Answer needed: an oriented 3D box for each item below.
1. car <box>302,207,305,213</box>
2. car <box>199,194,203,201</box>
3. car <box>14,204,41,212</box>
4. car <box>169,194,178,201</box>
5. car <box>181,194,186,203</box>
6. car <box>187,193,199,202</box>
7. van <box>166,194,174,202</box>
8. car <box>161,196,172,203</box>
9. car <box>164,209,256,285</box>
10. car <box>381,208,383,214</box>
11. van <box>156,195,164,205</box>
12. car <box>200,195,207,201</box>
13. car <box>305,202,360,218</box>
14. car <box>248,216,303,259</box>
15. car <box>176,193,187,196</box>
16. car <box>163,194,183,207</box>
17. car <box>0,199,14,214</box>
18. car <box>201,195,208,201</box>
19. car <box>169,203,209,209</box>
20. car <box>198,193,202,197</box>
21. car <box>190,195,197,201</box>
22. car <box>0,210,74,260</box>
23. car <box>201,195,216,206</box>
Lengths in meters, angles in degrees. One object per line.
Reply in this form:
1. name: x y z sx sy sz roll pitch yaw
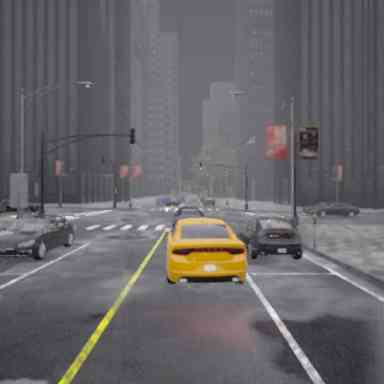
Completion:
1. car: 14.885 1.877 37.742 4.674 1.442 1.812 1 0 2
2. car: 3.013 1.633 65.564 2.008 1.369 4.403 0 0 0
3. car: -16.560 1.364 31.127 4.718 1.301 1.895 1 0 0
4. car: -5.278 1.438 93.196 2.192 1.841 5.009 0 0 0
5. car: -2.825 1.568 61.773 2.128 1.511 4.902 0 0 1
6. car: 0.390 1.584 82.138 1.882 1.535 5.008 0 0 0
7. van: -5.372 1.447 82.171 1.690 1.788 3.998 0 0 0
8. car: -5.465 1.656 71.146 1.947 1.339 4.313 0 0 0
9. car: 0.237 1.488 9.623 1.882 1.535 5.008 0 0 -4
10. car: 24.095 2.016 37.707 4.902 1.511 2.128 1 0 0
11. van: -5.558 1.415 60.122 1.690 1.788 3.998 0 0 0
12. car: 3.246 1.563 93.129 1.967 1.590 4.097 0 0 0
13. car: 14.736 1.844 34.482 4.892 1.490 1.837 1 0 1
14. car: 2.757 1.564 12.356 2.008 1.369 4.403 0 0 0
15. car: -2.693 1.317 72.370 2.150 2.045 5.566 0 0 0
16. car: -2.932 1.540 52.198 1.882 1.535 5.008 0 0 1
17. car: -18.125 1.230 27.873 4.892 1.490 1.837 1 0 0
18. car: 3.201 1.640 87.786 1.752 1.417 4.829 0 0 0
19. car: -0.230 1.586 20.315 1.994 1.385 4.181 0 0 -5
20. car: 3.060 1.405 71.077 2.192 1.841 5.009 0 0 0
21. car: 0.477 1.662 92.480 2.033 1.411 5.357 0 0 0
22. car: -5.768 1.563 12.354 2.008 1.369 4.403 0 0 0
23. car: 2.920 1.617 54.539 2.008 1.369 4.403 0 0 0
